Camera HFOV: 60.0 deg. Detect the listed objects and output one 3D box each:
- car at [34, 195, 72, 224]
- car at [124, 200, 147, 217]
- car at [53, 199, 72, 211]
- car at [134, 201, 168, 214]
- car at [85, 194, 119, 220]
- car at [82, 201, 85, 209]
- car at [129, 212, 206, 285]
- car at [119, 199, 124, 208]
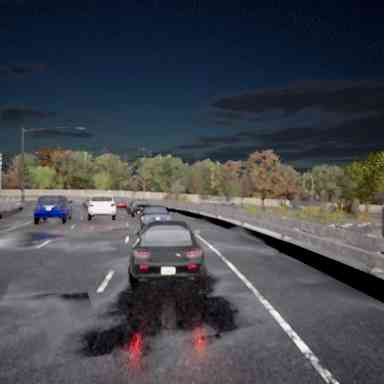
[{"bbox_3d":[-10.457,1.227,25.298,2.150,2.045,5.566,0,0,-15],"label":"car"},{"bbox_3d":[-5.042,1.502,31.731,1.837,1.490,4.892,0,0,-17],"label":"car"},{"bbox_3d":[-16.792,1.605,43.003,1.895,1.301,4.718,0,0,-25],"label":"car"},{"bbox_3d":[-2.350,1.544,20.813,2.033,1.411,5.357,0,0,-11],"label":"car"},{"bbox_3d":[-7.702,1.219,28.518,2.150,2.045,5.566,0,0,-15],"label":"car"},{"bbox_3d":[-13.310,1.548,43.869,2.033,1.411,5.357,0,0,-24],"label":"car"},{"bbox_3d":[-0.699,1.524,9.413,1.812,1.442,4.674,0,0,-5],"label":"car"},{"bbox_3d":[-10.087,1.560,45.064,1.994,1.385,4.181,0,0,-24],"label":"car"}]
